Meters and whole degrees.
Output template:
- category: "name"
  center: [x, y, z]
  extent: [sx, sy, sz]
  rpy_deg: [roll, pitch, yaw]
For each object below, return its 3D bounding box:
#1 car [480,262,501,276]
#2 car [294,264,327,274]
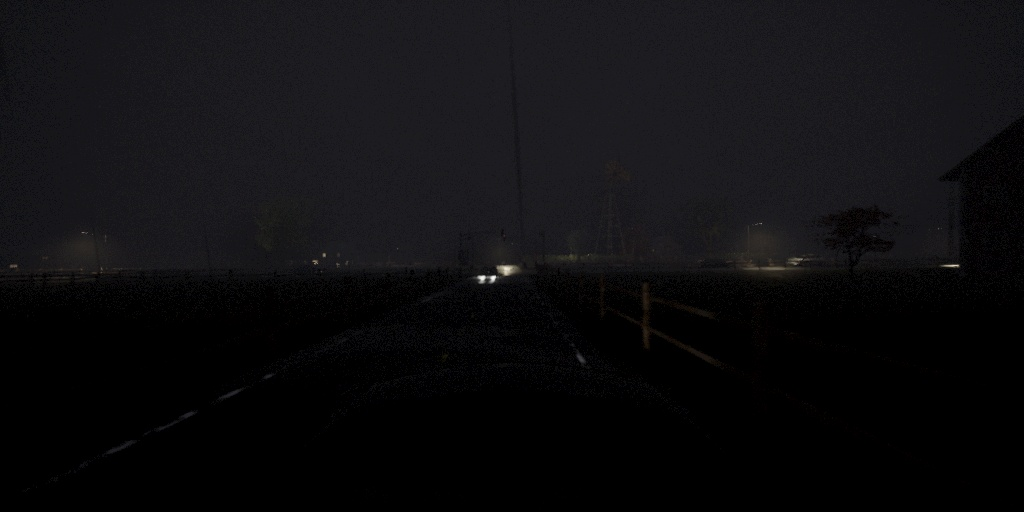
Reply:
- category: "car"
  center: [-2.743, 1.715, 43.571]
  extent: [1.994, 1.385, 4.181]
  rpy_deg: [0, -1, 0]
- category: "car"
  center: [-31.934, 2.073, 56.920]
  extent: [4.553, 1.767, 2.097]
  rpy_deg: [-1, 0, 0]
